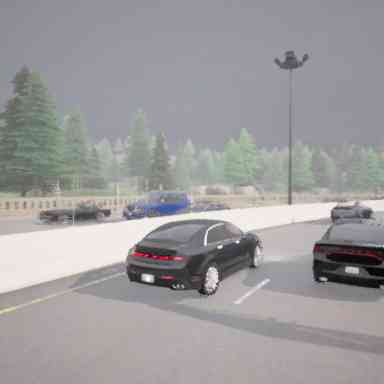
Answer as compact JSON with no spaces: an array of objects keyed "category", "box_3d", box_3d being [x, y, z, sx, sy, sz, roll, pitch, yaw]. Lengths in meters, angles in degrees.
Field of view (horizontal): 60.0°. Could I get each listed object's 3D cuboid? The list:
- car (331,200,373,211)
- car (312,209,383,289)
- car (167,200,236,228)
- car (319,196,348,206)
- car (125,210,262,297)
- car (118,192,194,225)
[{"category":"car","box_3d":[11.346,1.414,23.496,2.128,1.511,4.902,1,0,41]},{"category":"car","box_3d":[4.614,1.450,8.933,1.882,1.535,5.008,0,0,32]},{"category":"car","box_3d":[0.773,1.352,22.011,2.128,1.511,4.902,1,0,38]},{"category":"car","box_3d":[21.691,1.339,50.939,4.674,1.442,1.812,0,0,-33]},{"category":"car","box_3d":[0.344,1.450,8.674,1.837,1.490,4.892,0,0,30]},{"category":"car","box_3d":[-2.366,1.050,23.729,2.150,2.045,5.566,1,0,37]}]
